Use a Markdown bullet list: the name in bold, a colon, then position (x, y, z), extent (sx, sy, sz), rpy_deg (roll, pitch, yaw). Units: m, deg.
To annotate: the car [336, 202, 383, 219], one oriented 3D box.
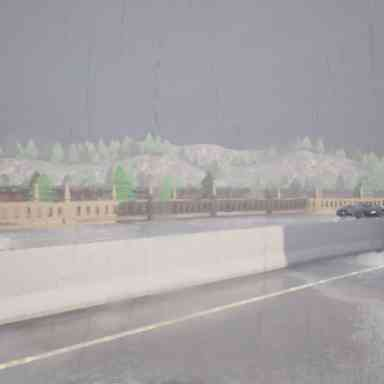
- **car**: position (14.497, 1.563, 28.627), extent (4.181, 1.385, 1.994), rpy_deg (0, 0, -24)
